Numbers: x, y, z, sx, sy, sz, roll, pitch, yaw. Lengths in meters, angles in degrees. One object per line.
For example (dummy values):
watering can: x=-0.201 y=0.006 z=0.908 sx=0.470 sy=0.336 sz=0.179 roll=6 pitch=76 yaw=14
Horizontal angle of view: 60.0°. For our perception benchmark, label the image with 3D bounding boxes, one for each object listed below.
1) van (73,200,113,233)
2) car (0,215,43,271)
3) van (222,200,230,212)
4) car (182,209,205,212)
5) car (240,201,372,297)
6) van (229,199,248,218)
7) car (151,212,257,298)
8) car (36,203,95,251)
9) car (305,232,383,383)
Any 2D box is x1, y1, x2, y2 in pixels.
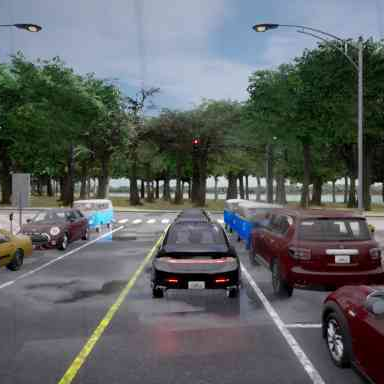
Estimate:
van: x=-5.769 y=1.343 z=19.362 sx=1.690 sy=1.788 sz=3.998 roll=0 pitch=0 yaw=0
car: x=-5.766 y=1.526 z=8.317 sx=1.752 sy=1.417 sz=4.829 roll=0 pitch=0 yaw=0
van: x=2.757 y=1.343 z=19.363 sx=1.690 sy=1.788 sz=3.998 roll=0 pitch=0 yaw=0
car: x=0.053 y=1.565 z=17.438 sx=1.994 sy=1.385 sz=4.181 roll=0 pitch=0 yaw=1
car: x=2.759 y=1.315 z=8.488 sx=2.192 sy=1.841 sz=5.009 roll=0 pitch=0 yaw=0
van: x=2.758 y=1.342 z=13.926 sx=1.690 sy=1.788 sz=3.998 roll=0 pitch=0 yaw=0
car: x=0.088 y=1.492 z=8.520 sx=2.128 sy=1.511 sz=4.902 roll=0 pitch=0 yaw=0
car: x=-5.767 y=1.441 z=13.924 sx=1.967 sy=1.590 sz=4.097 roll=0 pitch=0 yaw=0
car: x=2.760 y=1.440 z=3.051 sx=1.967 sy=1.590 sz=4.097 roll=0 pitch=0 yaw=0
